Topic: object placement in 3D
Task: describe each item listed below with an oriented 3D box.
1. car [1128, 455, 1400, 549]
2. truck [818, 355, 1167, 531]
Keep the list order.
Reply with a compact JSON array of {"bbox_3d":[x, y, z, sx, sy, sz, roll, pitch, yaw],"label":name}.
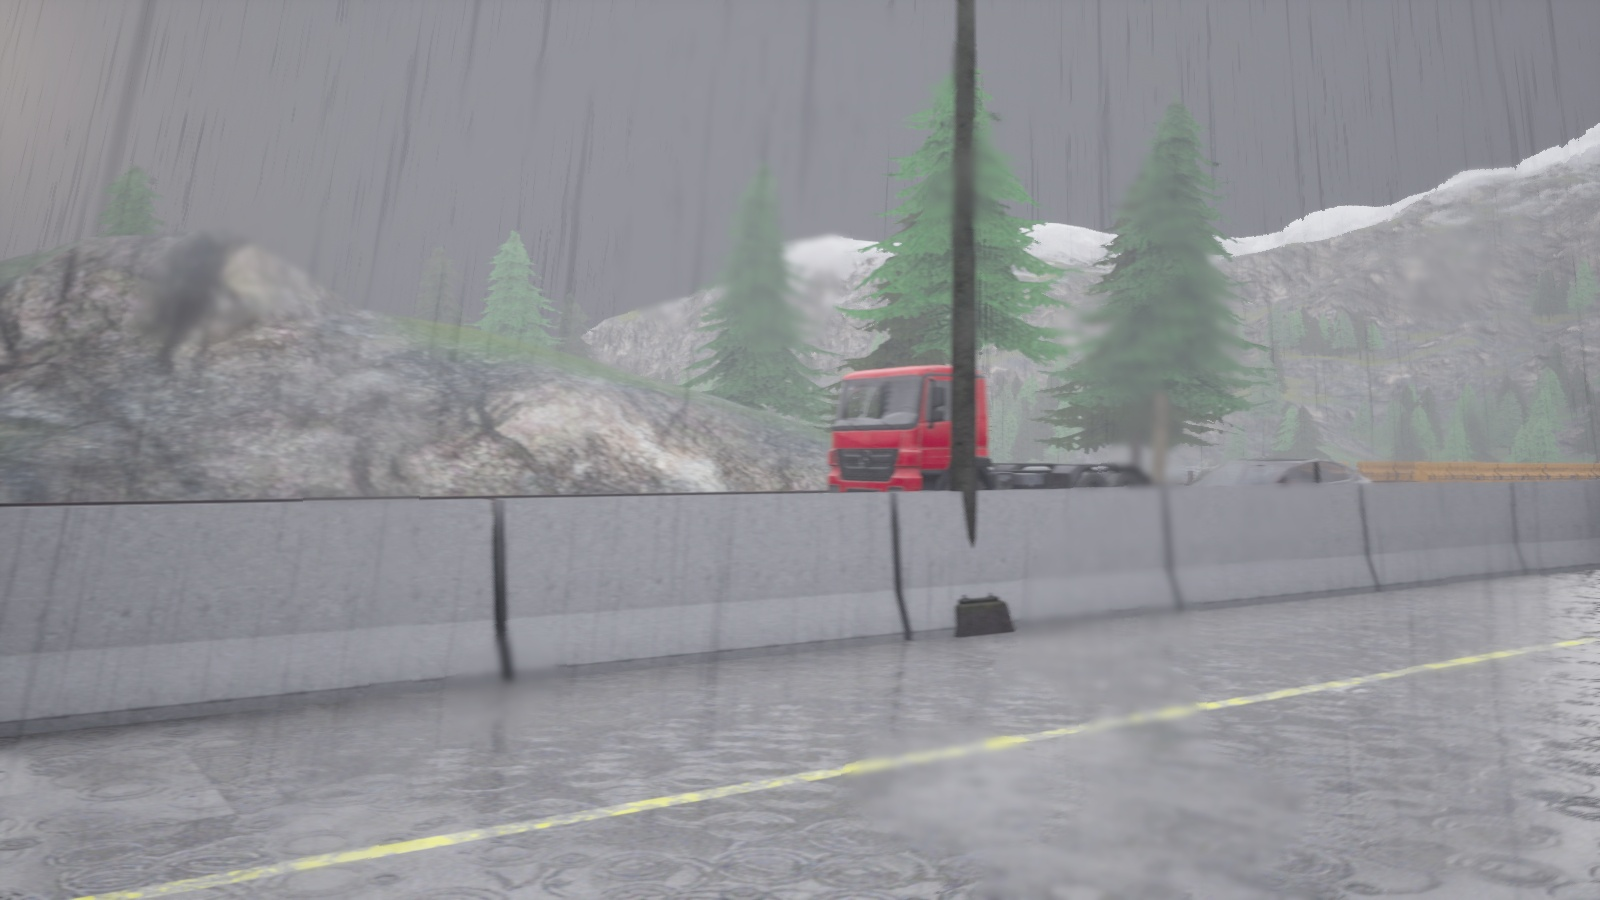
[{"bbox_3d":[8.254,0.834,22.195,4.792,1.488,2.163,0,0,-35],"label":"car"},{"bbox_3d":[4.457,-0.125,28.098,7.936,3.462,2.891,0,0,-35],"label":"truck"}]
